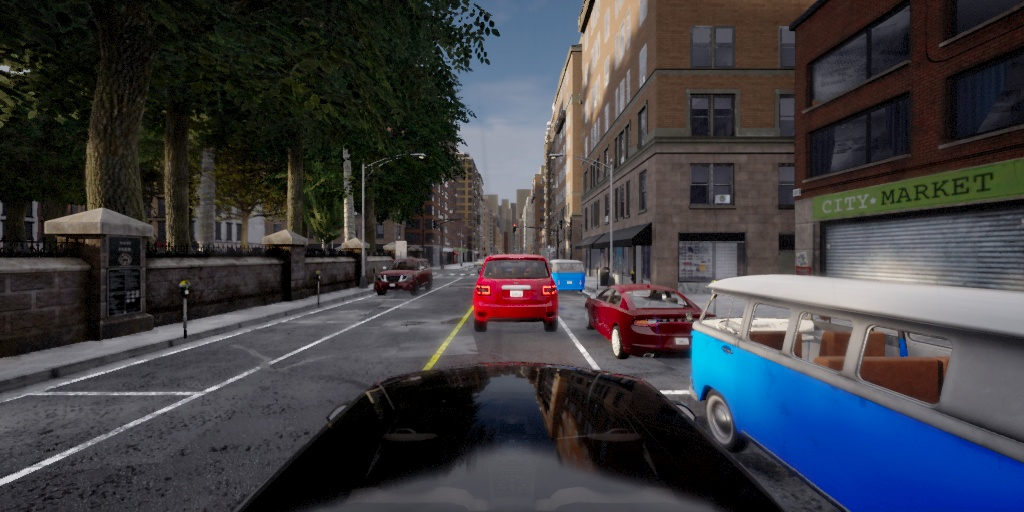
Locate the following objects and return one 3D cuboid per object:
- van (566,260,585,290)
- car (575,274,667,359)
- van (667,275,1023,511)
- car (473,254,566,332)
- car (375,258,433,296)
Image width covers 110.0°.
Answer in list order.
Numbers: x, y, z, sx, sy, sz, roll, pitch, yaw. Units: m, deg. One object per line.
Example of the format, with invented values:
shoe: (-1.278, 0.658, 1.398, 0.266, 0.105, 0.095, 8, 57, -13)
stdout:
van: (2.849, 1.085, 19.560, 1.690, 1.789, 3.998, 0, 0, 0)
car: (2.854, 1.294, 8.239, 1.888, 1.381, 4.507, 0, 0, 0)
van: (2.856, 1.091, 2.578, 1.690, 1.789, 3.998, 0, 0, 0)
car: (0.093, 0.970, 10.997, 2.150, 2.045, 5.566, 0, 0, 0)
car: (-5.676, 1.059, 19.516, 2.192, 1.841, 5.009, 0, 0, 0)
